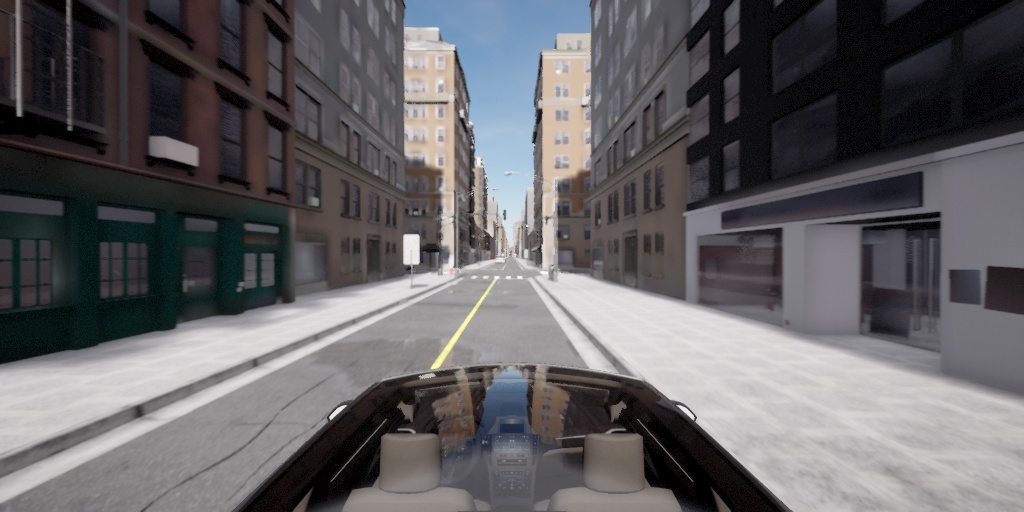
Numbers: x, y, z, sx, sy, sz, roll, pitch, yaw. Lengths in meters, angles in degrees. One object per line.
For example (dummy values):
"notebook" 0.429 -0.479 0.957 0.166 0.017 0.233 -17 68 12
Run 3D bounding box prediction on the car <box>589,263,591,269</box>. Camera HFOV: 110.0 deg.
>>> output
"car" 12.349 0.994 45.305 5.009 1.841 2.192 0 0 0

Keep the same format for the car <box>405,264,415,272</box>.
"car" -14.534 1.270 45.343 4.313 1.339 1.948 0 0 0
